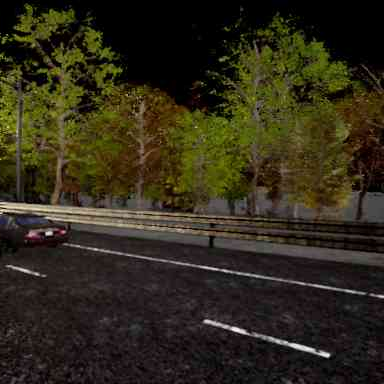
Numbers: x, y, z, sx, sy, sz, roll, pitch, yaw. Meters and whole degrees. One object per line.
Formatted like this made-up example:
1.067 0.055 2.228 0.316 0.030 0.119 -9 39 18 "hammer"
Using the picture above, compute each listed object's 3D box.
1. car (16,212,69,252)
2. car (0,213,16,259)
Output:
-7.274 1.553 13.694 5.357 1.411 2.033 0 0 36 "car"
-7.644 1.218 9.623 5.566 2.045 2.150 0 0 36 "car"
